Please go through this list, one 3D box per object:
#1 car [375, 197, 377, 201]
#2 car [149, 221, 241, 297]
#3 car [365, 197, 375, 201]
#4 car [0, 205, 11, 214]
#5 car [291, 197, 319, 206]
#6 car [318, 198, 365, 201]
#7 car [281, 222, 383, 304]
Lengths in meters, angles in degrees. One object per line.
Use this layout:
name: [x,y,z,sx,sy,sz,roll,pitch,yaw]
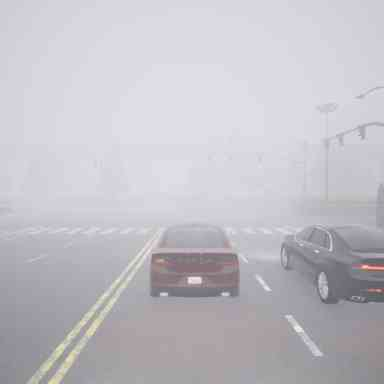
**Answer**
car: [25.897,1.505,47.083,4.892,1.490,1.837,0,0,0]
car: [0.058,1.478,8.614,1.882,1.535,5.008,0,0,0]
car: [20.495,1.547,43.598,5.357,1.411,2.033,0,0,0]
car: [-21.035,1.548,33.059,5.357,1.411,2.033,0,0,0]
car: [16.576,1.505,47.112,4.892,1.490,1.837,0,0,0]
car: [17.979,1.564,40.108,4.181,1.385,1.994,0,0,0]
car: [3.556,1.505,8.101,1.837,1.490,4.892,0,0,0]
